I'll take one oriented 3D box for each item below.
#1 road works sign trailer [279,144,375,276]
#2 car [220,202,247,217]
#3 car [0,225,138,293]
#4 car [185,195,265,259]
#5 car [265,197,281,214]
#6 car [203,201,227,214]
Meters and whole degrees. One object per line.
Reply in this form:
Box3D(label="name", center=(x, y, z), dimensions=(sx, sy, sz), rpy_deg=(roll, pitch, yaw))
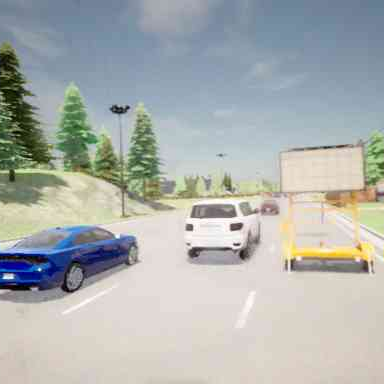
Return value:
Box3D(label="road works sign trailer", center=(3.967, 0.408, 10.165), dimensions=(2.380, 3.560, 2.880), rpy_deg=(-3, -1, 17))
Box3D(label="car", center=(4.425, 1.777, 34.596), dimensions=(1.895, 1.301, 4.718), rpy_deg=(-3, -1, 17))
Box3D(label="car", center=(-3.336, 1.714, 9.766), dimensions=(1.882, 1.535, 5.008), rpy_deg=(-3, -1, 17))
Box3D(label="car", center=(1.402, 1.301, 13.238), dimensions=(2.150, 2.045, 5.566), rpy_deg=(-3, -1, 17))
Box3D(label="car", center=(8.157, 1.553, 34.825), dimensions=(1.812, 1.442, 4.674), rpy_deg=(-3, -1, 17))
Box3D(label="car", center=(2.895, 1.873, 41.434), dimensions=(1.994, 1.385, 4.181), rpy_deg=(-3, -1, 17))
